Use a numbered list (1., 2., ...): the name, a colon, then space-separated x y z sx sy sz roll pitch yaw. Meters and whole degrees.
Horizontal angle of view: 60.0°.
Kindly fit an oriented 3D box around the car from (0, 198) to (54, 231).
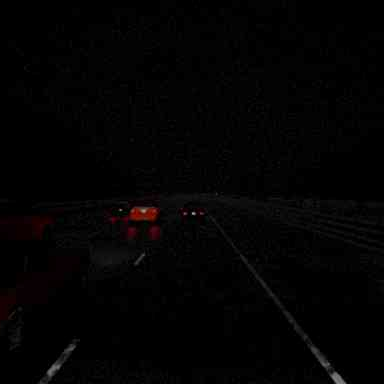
1. car: -6.901 1.232 11.741 2.150 2.045 5.566 0 0 -1

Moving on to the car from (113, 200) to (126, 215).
1. car: -6.886 1.563 34.433 1.812 1.442 4.674 1 0 0

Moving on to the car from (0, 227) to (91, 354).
1. car: -3.399 1.605 6.063 1.895 1.301 4.718 0 0 0

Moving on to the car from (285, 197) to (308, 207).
1. car: 17.804 1.675 56.912 2.033 1.649 4.856 0 0 -17

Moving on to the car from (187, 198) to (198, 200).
1. car: 0.100 1.554 42.953 1.882 1.535 5.008 0 0 0

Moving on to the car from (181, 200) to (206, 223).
1. car: 0.101 1.582 26.093 2.033 1.411 5.357 0 0 0

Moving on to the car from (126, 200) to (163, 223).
1. car: -3.399 1.386 25.569 2.097 1.767 4.553 0 0 0
